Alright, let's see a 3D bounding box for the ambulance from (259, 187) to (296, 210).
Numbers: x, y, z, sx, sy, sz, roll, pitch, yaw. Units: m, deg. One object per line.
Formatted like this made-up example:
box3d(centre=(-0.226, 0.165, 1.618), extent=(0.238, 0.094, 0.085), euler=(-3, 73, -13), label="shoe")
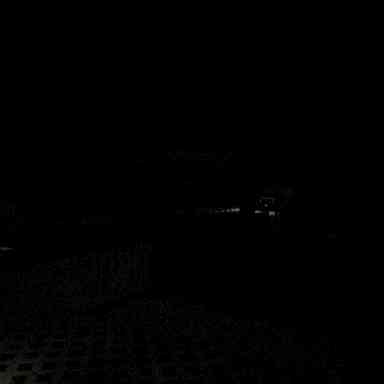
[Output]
box3d(centre=(9.731, 0.708, 37.984), extent=(2.351, 2.431, 6.366), euler=(2, 2, 35), label="ambulance")
